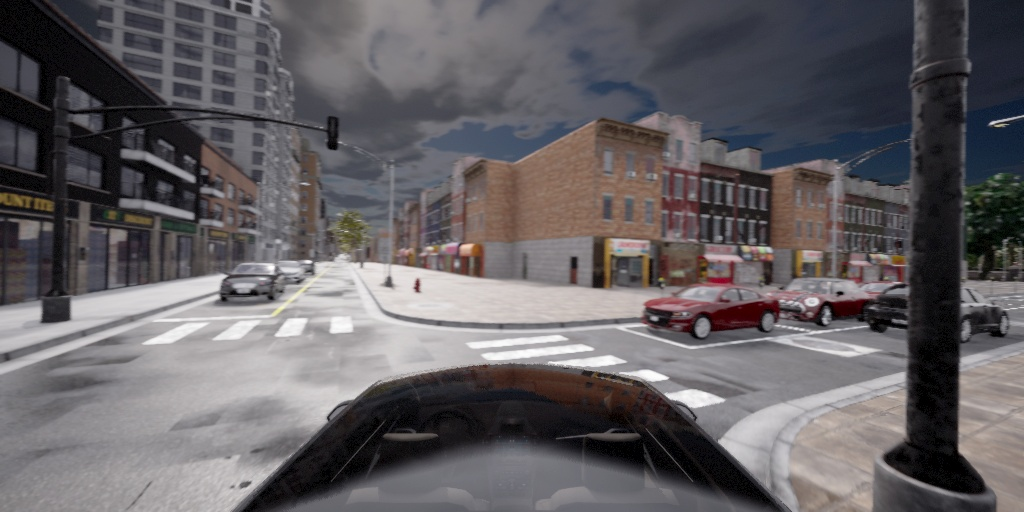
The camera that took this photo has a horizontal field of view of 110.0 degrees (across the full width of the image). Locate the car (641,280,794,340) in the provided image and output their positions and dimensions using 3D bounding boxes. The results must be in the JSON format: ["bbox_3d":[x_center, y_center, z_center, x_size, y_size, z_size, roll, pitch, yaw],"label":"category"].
[{"bbox_3d":[5.812,1.474,10.487,4.507,1.381,1.888,0,0,-25],"label":"car"}]

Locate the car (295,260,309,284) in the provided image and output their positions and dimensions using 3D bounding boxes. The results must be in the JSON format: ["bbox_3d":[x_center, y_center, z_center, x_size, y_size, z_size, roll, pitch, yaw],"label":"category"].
[{"bbox_3d":[-15.293,1.052,24.478,1.812,1.442,4.674,2,-1,-25],"label":"car"}]

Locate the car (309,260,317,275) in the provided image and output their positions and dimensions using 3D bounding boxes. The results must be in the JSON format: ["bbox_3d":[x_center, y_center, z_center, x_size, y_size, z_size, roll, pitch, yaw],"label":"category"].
[{"bbox_3d":[-19.784,1.064,34.107,1.994,1.385,4.181,2,-1,-25],"label":"car"}]

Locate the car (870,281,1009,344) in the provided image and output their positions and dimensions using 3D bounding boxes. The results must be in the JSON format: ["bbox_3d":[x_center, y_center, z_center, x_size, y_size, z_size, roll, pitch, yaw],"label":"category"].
[{"bbox_3d":[12.833,1.610,10.816,4.892,1.490,1.837,2,0,-24],"label":"car"}]

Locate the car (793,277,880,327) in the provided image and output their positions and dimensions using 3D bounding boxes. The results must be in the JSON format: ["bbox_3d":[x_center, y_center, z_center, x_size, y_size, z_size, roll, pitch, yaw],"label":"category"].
[{"bbox_3d":[10.761,1.500,12.797,4.097,1.591,1.967,0,0,-25],"label":"car"}]

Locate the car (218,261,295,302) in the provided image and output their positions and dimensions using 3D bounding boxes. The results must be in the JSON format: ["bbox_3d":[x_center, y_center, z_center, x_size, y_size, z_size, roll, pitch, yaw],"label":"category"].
[{"bbox_3d":[-11.288,1.056,15.892,2.128,1.511,4.902,2,0,-26],"label":"car"}]
